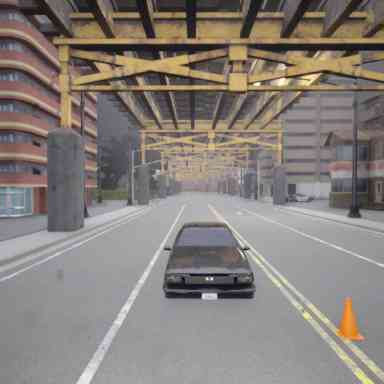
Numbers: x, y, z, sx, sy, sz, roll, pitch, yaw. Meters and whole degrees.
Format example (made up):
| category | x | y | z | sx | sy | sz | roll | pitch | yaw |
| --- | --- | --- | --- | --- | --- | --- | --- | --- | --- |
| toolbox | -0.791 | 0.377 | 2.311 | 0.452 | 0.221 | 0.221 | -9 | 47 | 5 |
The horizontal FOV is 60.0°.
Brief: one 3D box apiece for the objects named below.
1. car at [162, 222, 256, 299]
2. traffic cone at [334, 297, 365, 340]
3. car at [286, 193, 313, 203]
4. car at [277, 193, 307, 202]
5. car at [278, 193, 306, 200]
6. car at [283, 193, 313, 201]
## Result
| category | x | y | z | sx | sy | sz | roll | pitch | yaw |
| --- | --- | --- | --- | --- | --- | --- | --- | --- | --- |
| car | 0.357 | 1.533 | 8.815 | 2.033 | 1.411 | 5.357 | 0 | 0 | 1 |
| traffic cone | 2.451 | 1.949 | 5.209 | 0.340 | 0.580 | 0.340 | 0 | 0 | 0 |
| car | 17.437 | 1.006 | 54.937 | 4.974 | 1.542 | 2.038 | 0 | 1 | -20 |
| car | 17.783 | 0.959 | 59.094 | 4.974 | 1.542 | 2.038 | 0 | 1 | 25 |
| car | 17.830 | 0.802 | 59.071 | 4.536 | 1.218 | 1.853 | 0 | 1 | 25 |
| car | 17.485 | 0.849 | 54.953 | 4.536 | 1.218 | 1.853 | 0 | 1 | -20 |
